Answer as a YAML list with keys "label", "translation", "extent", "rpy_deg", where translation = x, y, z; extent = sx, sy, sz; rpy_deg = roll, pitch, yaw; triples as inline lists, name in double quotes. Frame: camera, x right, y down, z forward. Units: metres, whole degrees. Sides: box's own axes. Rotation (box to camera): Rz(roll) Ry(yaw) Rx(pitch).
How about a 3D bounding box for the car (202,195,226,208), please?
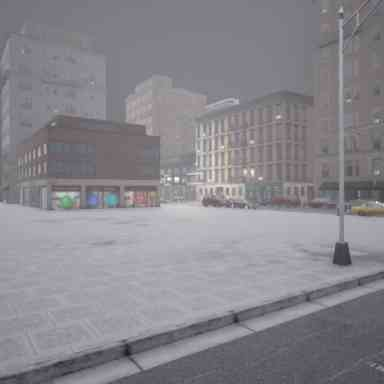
- label: "car"
  translation: [3.510, 1.332, 48.115]
  extent: [2.192, 1.841, 5.009]
  rpy_deg: [0, 0, -35]

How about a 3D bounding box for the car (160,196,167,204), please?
- label: "car"
  translation: [-6.228, 1.597, 62.032]
  extent: [1.802, 1.307, 4.206]
  rpy_deg: [0, 0, -35]

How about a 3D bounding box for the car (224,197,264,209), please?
- label: "car"
  translation: [6.757, 1.569, 43.476]
  extent: [2.008, 1.369, 4.403]
  rpy_deg: [0, 0, -35]

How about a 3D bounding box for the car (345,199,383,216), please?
- label: "car"
  translation: [16.594, 1.546, 29.420]
  extent: [1.752, 1.417, 4.829]
  rpy_deg: [0, 0, -35]

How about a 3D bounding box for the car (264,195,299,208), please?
- label: "car"
  translation: [13.332, 1.295, 48.077]
  extent: [2.192, 1.841, 5.009]
  rpy_deg: [0, 0, -35]

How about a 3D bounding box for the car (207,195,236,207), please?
- label: "car"
  translation: [4.505, 1.357, 51.161]
  extent: [2.097, 1.767, 4.553]
  rpy_deg: [0, 0, -35]

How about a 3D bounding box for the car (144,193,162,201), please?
- label: "car"
  translation: [-9.392, 1.291, 80.548]
  extent: [2.192, 1.841, 5.009]
  rpy_deg: [0, 0, -35]

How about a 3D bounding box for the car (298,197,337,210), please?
- label: "car"
  translation: [16.579, 1.421, 43.438]
  extent: [1.967, 1.590, 4.097]
  rpy_deg: [0, 0, -35]

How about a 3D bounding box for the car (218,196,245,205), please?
- label: "car"
  translation: [6.742, 1.504, 57.494]
  extent: [1.752, 1.417, 4.829]
  rpy_deg: [0, 0, -35]

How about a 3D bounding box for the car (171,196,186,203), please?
- label: "car"
  translation: [-2.899, 1.527, 71.271]
  extent: [2.008, 1.369, 4.403]
  rpy_deg: [0, 0, -35]

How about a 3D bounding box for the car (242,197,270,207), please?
- label: "car"
  translation: [10.086, 1.545, 52.716]
  extent: [1.947, 1.339, 4.313]
  rpy_deg: [0, 0, -35]
